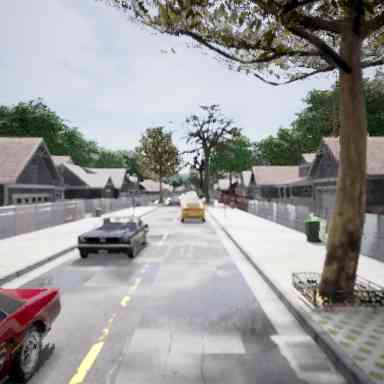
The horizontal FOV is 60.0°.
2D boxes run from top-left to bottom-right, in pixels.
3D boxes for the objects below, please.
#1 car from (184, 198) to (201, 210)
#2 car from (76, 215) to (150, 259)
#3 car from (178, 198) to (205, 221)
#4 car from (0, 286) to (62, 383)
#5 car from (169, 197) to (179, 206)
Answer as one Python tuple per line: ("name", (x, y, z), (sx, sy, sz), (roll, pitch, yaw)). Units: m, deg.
("car", (0.057, 1.543, 44.495), (2.128, 1.511, 4.902), (0, 0, 0))
("car", (-2.846, 1.610, 12.864), (1.895, 1.301, 4.718), (0, 0, 0))
("car", (0.088, 1.503, 27.466), (1.882, 1.535, 5.008), (0, 0, 0))
("car", (-2.849, 1.603, 2.676), (1.895, 1.301, 4.718), (0, 0, 0))
("car", (-2.782, 1.594, 54.838), (1.812, 1.442, 4.674), (0, 0, 0))
